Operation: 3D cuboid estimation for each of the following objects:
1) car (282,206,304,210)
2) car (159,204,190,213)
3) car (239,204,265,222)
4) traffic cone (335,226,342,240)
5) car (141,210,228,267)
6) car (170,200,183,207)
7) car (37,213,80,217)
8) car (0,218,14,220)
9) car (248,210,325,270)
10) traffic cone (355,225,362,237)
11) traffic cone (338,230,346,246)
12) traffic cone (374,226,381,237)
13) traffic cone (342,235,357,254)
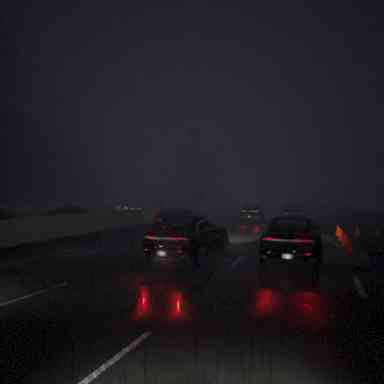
[{"bbox_3d":[9.179,1.902,30.287,1.895,1.301,4.718,0,-1,14],"label":"car"},{"bbox_3d":[-0.840,1.718,20.640,1.837,1.490,4.892,0,0,18],"label":"car"},{"bbox_3d":[5.252,1.785,29.148,2.128,1.511,4.902,0,-1,15],"label":"car"},{"bbox_3d":[7.471,2.120,16.695,0.340,0.580,0.340,0,-1,20],"label":"traffic cone"},{"bbox_3d":[-0.049,1.616,12.073,2.128,1.511,4.902,0,-1,20],"label":"car"},{"bbox_3d":[-3.035,2.276,66.082,1.895,1.301,4.718,0,-1,4],"label":"car"},{"bbox_3d":[-10.236,1.771,26.403,2.128,1.511,4.902,0,-1,16],"label":"car"},{"bbox_3d":[-14.916,1.728,23.172,1.882,1.535,5.008,0,-1,18],"label":"car"},{"bbox_3d":[3.507,1.608,11.591,2.128,1.511,4.902,0,-1,20],"label":"car"},{"bbox_3d":[9.087,2.134,18.241,0.340,0.580,0.340,0,-1,20],"label":"traffic cone"},{"bbox_3d":[6.797,2.101,14.812,0.340,0.580,0.340,0,-1,20],"label":"traffic cone"},{"bbox_3d":[10.029,2.130,17.903,0.340,0.580,0.340,0,-1,20],"label":"traffic cone"},{"bbox_3d":[6.122,2.083,12.930,0.340,0.580,0.340,0,-1,20],"label":"traffic cone"}]
